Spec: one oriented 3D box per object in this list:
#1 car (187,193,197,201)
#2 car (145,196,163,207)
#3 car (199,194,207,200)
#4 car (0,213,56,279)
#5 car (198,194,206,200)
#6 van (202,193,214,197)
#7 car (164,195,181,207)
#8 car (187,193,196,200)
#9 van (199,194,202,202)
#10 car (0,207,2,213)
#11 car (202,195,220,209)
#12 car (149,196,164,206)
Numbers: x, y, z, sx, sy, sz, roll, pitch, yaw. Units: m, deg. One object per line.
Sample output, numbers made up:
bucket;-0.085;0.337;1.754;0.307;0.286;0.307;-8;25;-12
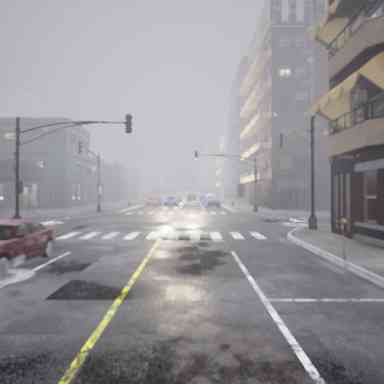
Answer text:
car;-0.025;1.122;72.344;2.097;1.767;4.553;0;0;0
car;-5.696;1.443;48.016;1.802;1.307;4.206;1;0;0
car;2.674;1.304;81.540;1.947;1.339;4.313;1;0;0
car;-5.649;1.521;9.952;1.887;1.381;4.507;1;0;0
car;2.672;1.280;87.120;1.947;1.339;4.313;1;0;0
van;2.688;1.203;48.054;1.690;1.788;3.998;1;0;0
car;-3.089;1.335;49.186;1.882;1.535;5.008;0;0;0
car;-0.029;1.092;82.382;2.128;1.511;4.902;0;0;0
van;2.685;1.165;59.216;1.690;1.788;3.998;1;0;0
car;-19.727;1.620;30.262;4.403;1.369;2.008;0;0;1
car;2.687;1.431;42.475;2.008;1.369;4.403;1;0;0
car;-5.697;1.387;53.597;1.887;1.381;4.507;1;0;0
